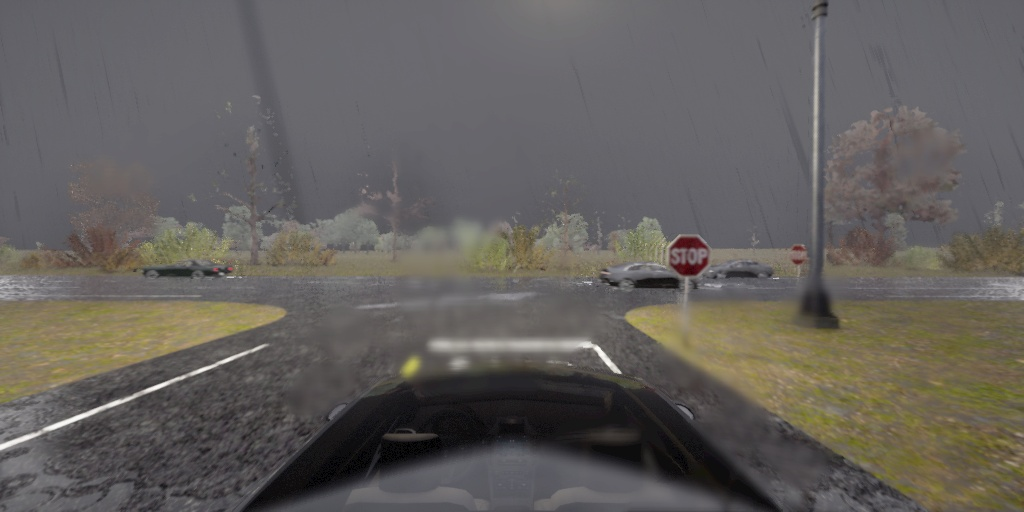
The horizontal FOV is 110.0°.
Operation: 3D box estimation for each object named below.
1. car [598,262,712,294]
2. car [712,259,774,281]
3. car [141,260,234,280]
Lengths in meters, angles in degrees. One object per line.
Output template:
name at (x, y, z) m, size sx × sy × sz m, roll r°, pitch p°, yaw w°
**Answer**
car at (6.768, 1.026, 17.834) m, size 4.902 × 1.511 × 2.128 m, roll 0°, pitch 1°, yaw -2°
car at (15.555, 0.991, 25.102) m, size 4.902 × 1.511 × 2.128 m, roll -1°, pitch 1°, yaw -2°
car at (-21.745, 0.915, 24.087) m, size 4.718 × 1.301 × 1.895 m, roll 0°, pitch 1°, yaw -2°
